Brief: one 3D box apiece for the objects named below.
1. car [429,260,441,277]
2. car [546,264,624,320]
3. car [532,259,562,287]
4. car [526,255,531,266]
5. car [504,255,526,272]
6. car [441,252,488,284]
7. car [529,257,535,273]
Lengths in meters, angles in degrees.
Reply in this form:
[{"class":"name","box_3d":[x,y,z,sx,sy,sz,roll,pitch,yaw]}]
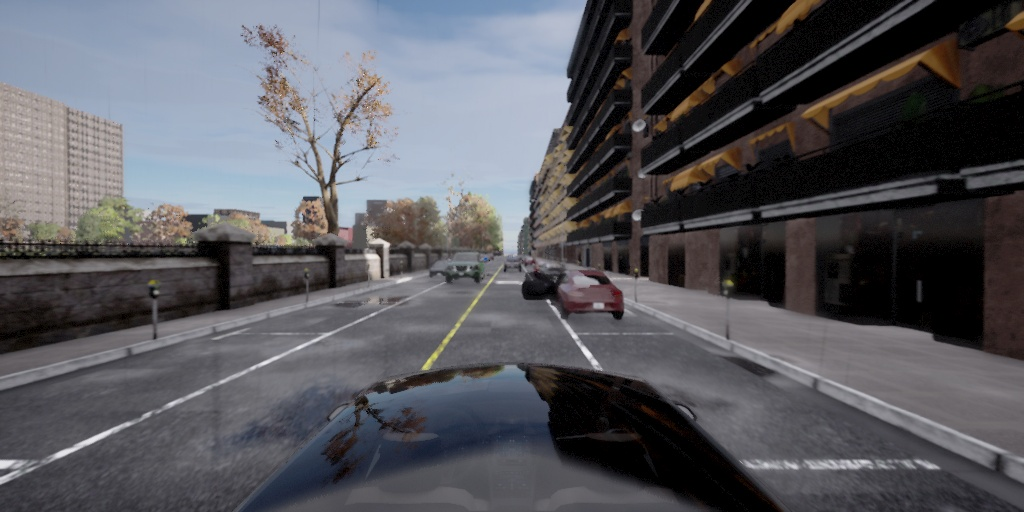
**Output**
[{"class":"car","box_3d":[-5.677,1.023,30.123,1.948,1.339,4.313,0,0,0]},{"class":"car","box_3d":[2.357,1.169,12.040,1.812,1.442,4.674,0,1,0]},{"class":"car","box_3d":[2.701,1.066,24.488,2.007,1.370,4.403,0,0,0]},{"class":"car","box_3d":[2.713,0.825,52.635,1.802,1.307,4.207,0,0,0]},{"class":"car","box_3d":[0.077,0.859,38.755,2.128,1.511,4.902,0,0,0]},{"class":"car","box_3d":[-3.089,0.739,24.674,2.150,2.045,5.566,0,0,0]},{"class":"car","box_3d":[2.704,1.003,30.119,1.888,1.381,4.507,0,0,0]}]
